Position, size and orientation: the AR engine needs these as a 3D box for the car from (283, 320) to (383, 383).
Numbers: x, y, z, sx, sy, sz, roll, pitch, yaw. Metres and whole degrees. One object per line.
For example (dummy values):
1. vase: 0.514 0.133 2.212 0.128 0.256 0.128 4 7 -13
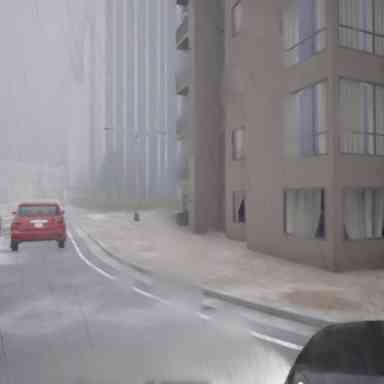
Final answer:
1. car: 2.757 1.591 2.252 4.181 1.385 1.994 -1 -1 34

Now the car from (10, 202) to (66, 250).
1. car: -7.346 1.478 15.951 2.150 2.045 5.566 0 -1 -25

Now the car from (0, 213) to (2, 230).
1. car: -13.314 1.698 20.884 2.097 1.767 4.553 0 -1 -24
